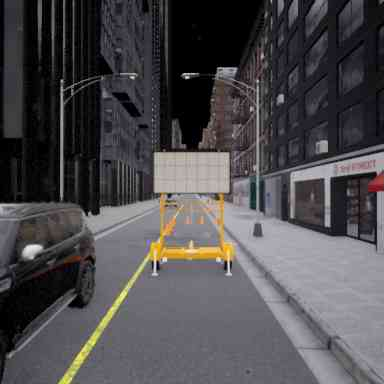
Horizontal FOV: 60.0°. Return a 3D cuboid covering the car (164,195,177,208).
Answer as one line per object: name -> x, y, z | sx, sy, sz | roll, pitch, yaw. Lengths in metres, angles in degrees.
car -> -3.132, 1.563, 48.854 | 2.033, 1.411, 5.357 | 0, 0, 0

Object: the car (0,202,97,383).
car -> -3.103, 1.222, 4.997 | 2.150, 2.045, 5.566 | 0, 0, 0

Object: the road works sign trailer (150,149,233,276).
road works sign trailer -> -0.006, 0.466, 10.360 | 2.380, 3.560, 2.880 | 0, 0, 0
